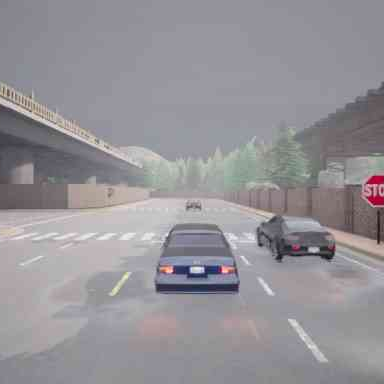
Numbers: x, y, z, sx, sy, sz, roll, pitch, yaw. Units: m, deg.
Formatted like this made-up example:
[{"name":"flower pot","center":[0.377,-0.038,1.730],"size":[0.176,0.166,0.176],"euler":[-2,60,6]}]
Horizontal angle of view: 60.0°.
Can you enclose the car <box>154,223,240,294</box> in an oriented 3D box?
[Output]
[{"name":"car","center":[0.099,1.547,8.908],"size":[2.033,1.411,5.357],"euler":[0,0,0]}]

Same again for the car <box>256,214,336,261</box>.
[{"name":"car","center":[3.600,1.525,12.118],"size":[1.812,1.442,4.674],"euler":[0,0,0]}]

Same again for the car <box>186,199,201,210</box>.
[{"name":"car","center":[0.208,1.601,42.944],"size":[1.895,1.301,4.718],"euler":[0,0,0]}]
